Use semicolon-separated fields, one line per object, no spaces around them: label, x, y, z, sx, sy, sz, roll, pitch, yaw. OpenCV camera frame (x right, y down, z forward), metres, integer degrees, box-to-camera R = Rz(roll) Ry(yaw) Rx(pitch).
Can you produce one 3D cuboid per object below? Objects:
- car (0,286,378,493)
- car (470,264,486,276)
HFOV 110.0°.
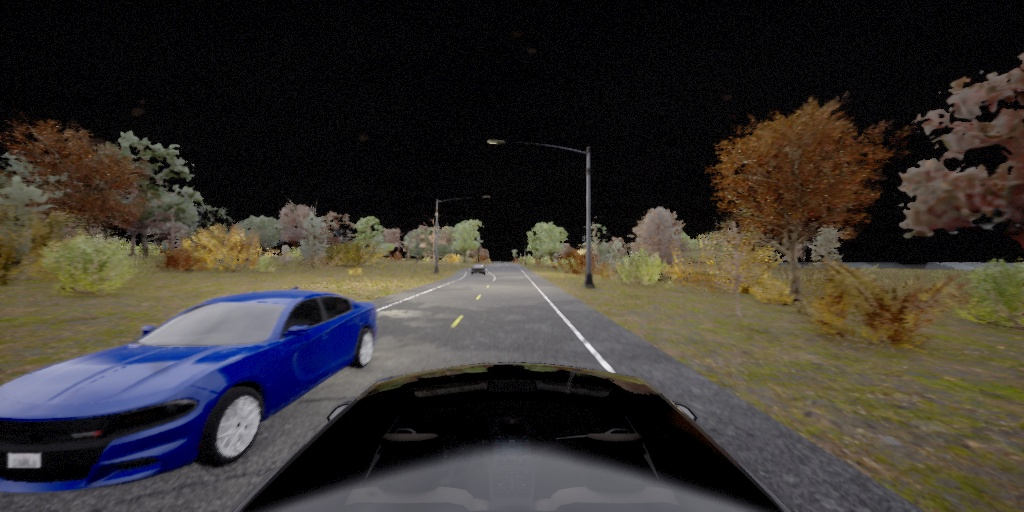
car;-3.601;1.260;5.148;1.882;1.535;5.008;0;-1;0
car;-4.242;1.721;45.242;2.033;1.411;5.357;0;-1;-5
